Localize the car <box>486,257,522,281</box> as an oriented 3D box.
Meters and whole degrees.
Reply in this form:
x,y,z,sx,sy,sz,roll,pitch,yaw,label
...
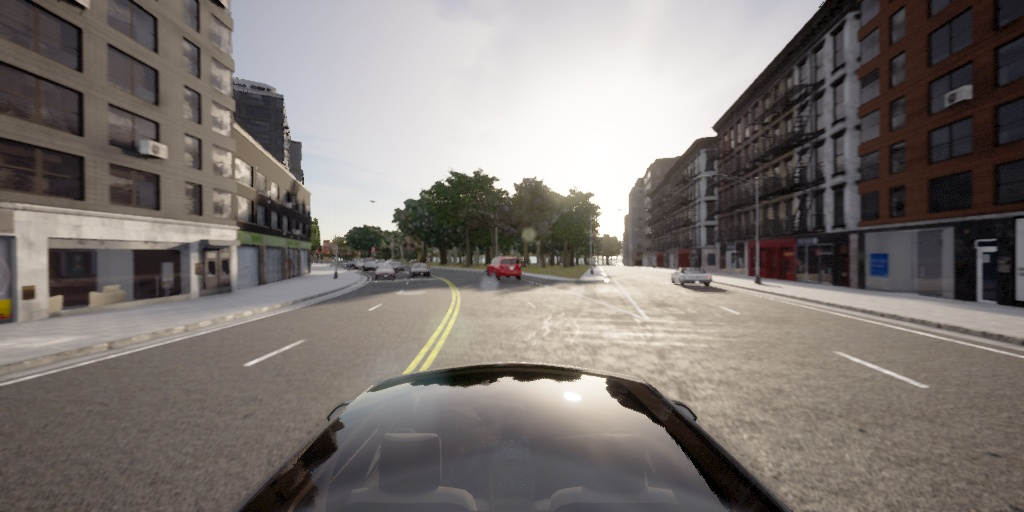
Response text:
x,y,z,sx,sy,sz,roll,pitch,yaw,label
-0.802,1.098,32.603,2.150,2.045,5.566,-1,1,-17,car

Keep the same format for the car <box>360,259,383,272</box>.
x,y,z,sx,sy,sz,roll,pitch,yaw,label
-21.444,1.655,54.474,1.882,1.535,5.008,-1,0,-29,car

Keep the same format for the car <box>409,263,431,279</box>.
x,y,z,sx,sy,sz,roll,pitch,yaw,label
-9.543,1.496,36.947,1.837,1.490,4.892,-1,0,-20,car

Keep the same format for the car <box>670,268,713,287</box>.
x,y,z,sx,sy,sz,roll,pitch,yaw,label
12.921,1.494,26.168,1.895,1.301,4.718,0,-1,13,car

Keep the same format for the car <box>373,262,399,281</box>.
x,y,z,sx,sy,sz,roll,pitch,yaw,label
-12.334,1.571,35.050,1.812,1.442,4.674,-1,0,-20,car

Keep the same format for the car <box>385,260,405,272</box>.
x,y,z,sx,sy,sz,roll,pitch,yaw,label
-17.554,1.634,54.134,1.837,1.490,4.892,-1,1,-29,car
